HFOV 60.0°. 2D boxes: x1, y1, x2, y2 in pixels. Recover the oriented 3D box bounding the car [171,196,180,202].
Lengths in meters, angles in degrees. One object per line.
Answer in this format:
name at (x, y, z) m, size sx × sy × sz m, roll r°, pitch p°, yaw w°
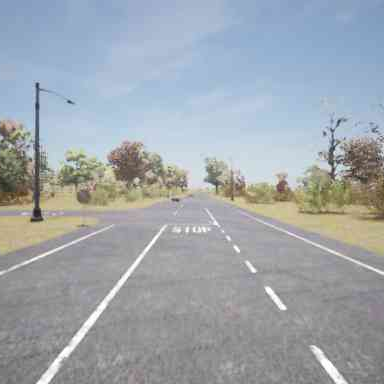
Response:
car at (-3.417, 1.471, 69.815) m, size 1.895 × 1.301 × 4.718 m, roll 0°, pitch 0°, yaw 0°
